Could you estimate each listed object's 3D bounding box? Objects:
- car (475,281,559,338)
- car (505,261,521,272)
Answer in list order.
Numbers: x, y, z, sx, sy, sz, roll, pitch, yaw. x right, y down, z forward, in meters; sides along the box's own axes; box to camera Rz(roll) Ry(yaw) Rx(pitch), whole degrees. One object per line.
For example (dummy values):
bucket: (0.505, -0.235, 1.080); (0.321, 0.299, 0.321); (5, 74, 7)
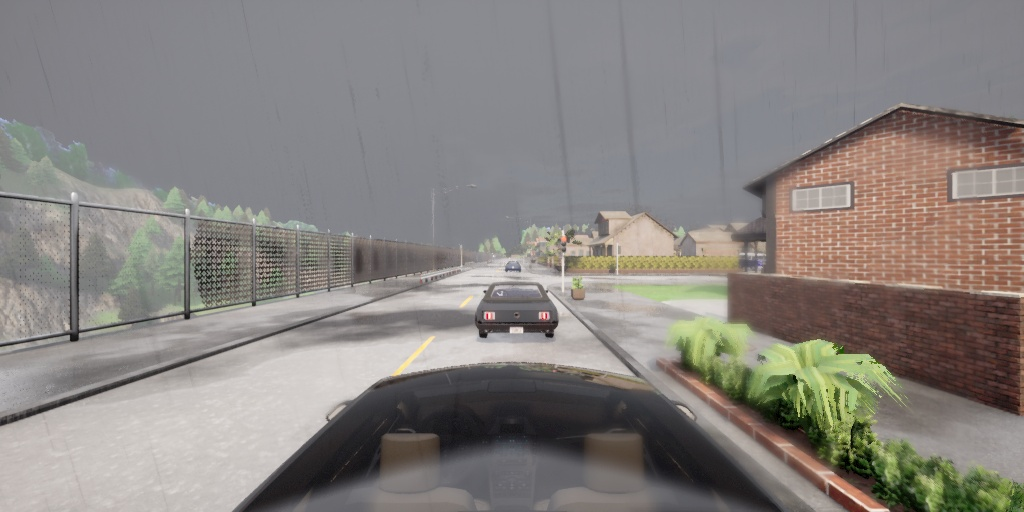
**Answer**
car: (0.108, 1.351, 10.145); (1.895, 1.301, 4.718); (0, 0, 0)
car: (0.151, 1.314, 45.860); (1.994, 1.385, 4.181); (0, 0, 0)
